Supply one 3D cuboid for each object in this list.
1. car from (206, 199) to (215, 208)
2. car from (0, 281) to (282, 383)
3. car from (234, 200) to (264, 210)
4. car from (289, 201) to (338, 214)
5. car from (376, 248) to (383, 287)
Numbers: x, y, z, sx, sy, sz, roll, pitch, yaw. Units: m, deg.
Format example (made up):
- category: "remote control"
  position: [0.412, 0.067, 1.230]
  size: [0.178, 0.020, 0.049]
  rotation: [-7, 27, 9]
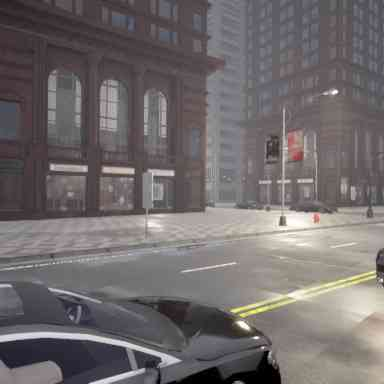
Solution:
- category: "car"
  position: [1.690, 1.746, 53.780]
  size: [1.882, 1.535, 5.008]
  rotation: [1, -1, -35]
- category: "car"
  position: [-1.387, 1.492, 2.450]
  size: [4.902, 1.511, 2.128]
  rotation: [0, 0, -36]
- category: "car"
  position: [7.720, 1.785, 45.289]
  size: [1.994, 1.385, 4.181]
  rotation: [1, -1, -35]
- category: "car"
  position: [13.478, 1.723, 37.188]
  size: [2.033, 1.411, 5.357]
  rotation: [1, -1, -35]
- category: "car"
  position: [6.227, 1.515, 7.874]
  size: [4.892, 1.490, 1.837]
  rotation: [0, 0, -35]
